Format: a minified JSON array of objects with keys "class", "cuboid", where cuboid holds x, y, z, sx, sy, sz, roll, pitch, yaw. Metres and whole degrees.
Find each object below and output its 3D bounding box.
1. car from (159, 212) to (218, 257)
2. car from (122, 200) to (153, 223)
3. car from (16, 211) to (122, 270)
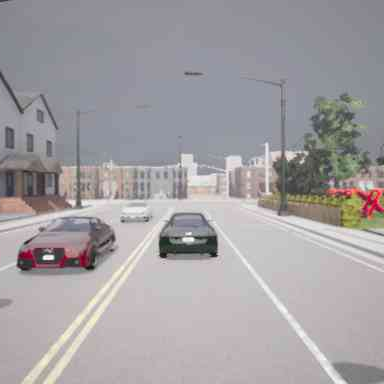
[{"class":"car","cuboid":[-0.138,1.449,12.407,1.994,1.385,4.181,0,0,-1]},{"class":"car","cuboid":[-3.872,1.312,23.860,1.812,1.442,4.674,0,1,-1]},{"class":"car","cuboid":[-3.723,1.478,10.546,1.994,1.385,4.181,0,1,-1]}]
